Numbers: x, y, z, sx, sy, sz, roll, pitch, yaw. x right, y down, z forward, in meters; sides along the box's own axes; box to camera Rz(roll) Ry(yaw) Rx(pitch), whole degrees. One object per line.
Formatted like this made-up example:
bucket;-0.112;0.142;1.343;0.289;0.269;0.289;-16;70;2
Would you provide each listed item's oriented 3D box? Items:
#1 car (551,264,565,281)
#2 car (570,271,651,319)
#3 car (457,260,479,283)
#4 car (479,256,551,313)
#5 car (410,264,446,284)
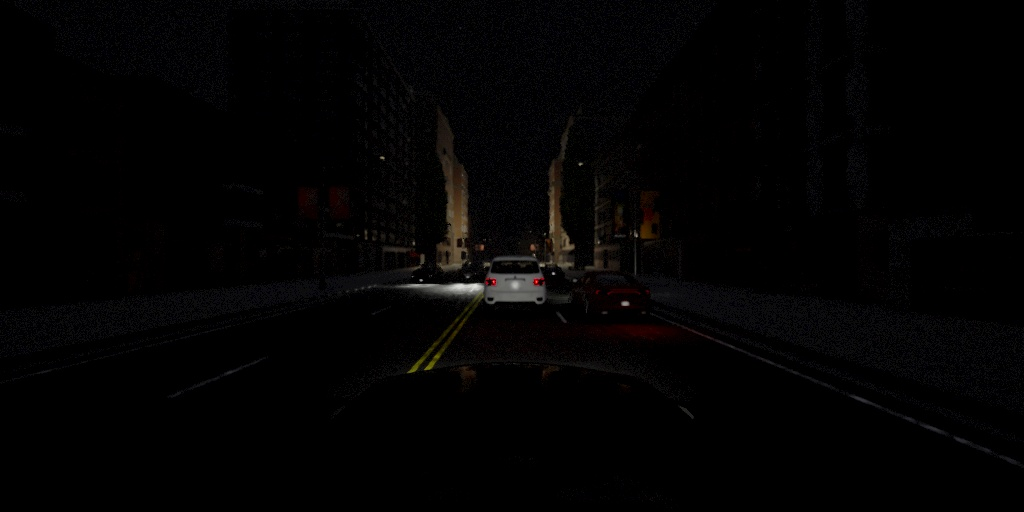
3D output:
car;3.373;1.405;31.123;1.994;1.385;4.181;0;0;0
car;3.354;1.264;13.058;1.882;1.535;5.008;0;0;0
car;-3.324;1.328;29.441;2.128;1.511;4.902;0;0;0
car;0.109;1.012;14.239;2.150;2.045;5.566;0;0;0
car;-6.578;1.382;28.653;2.033;1.411;5.357;0;0;0
